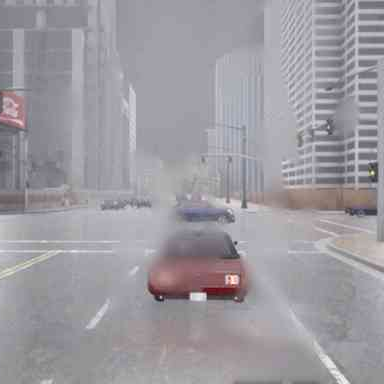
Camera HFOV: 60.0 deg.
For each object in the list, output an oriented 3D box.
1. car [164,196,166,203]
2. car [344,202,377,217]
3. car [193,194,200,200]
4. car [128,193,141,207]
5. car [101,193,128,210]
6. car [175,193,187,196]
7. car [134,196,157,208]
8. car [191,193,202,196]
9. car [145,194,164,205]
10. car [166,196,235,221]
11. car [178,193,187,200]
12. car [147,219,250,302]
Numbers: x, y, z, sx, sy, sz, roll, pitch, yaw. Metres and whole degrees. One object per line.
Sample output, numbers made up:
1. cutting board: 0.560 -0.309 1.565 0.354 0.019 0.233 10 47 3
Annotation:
1. car: -6.136 1.474 67.215 1.882 1.535 5.008 0 0 1
2. car: 16.512 1.599 30.358 4.718 1.301 1.895 0 0 0
3. car: 1.110 1.349 83.962 1.812 1.442 4.674 0 0 1
4. car: -9.900 1.219 51.965 2.150 2.045 5.566 0 0 1
5. car: -10.049 1.350 42.383 2.097 1.767 4.553 0 0 1
6. car: -2.533 1.212 73.339 2.150 2.045 5.566 0 0 1
7. car: -6.489 1.599 46.764 1.895 1.301 4.718 0 0 1
8. car: 0.966 1.212 73.292 2.150 2.045 5.566 0 0 1
9. car: -6.349 1.561 56.767 1.994 1.385 4.181 0 0 0
10. car: 0.685 1.351 23.286 4.553 1.767 2.097 0 0 0
11. car: -2.390 1.180 83.979 2.097 1.767 4.553 0 0 1
12. car: 0.206 1.600 8.219 1.895 1.301 4.718 0 0 2
